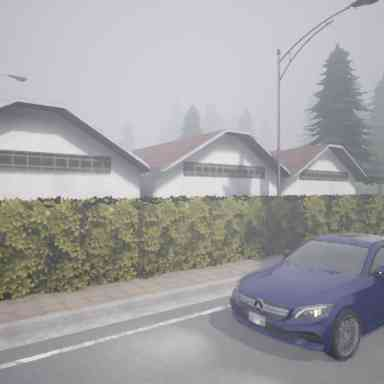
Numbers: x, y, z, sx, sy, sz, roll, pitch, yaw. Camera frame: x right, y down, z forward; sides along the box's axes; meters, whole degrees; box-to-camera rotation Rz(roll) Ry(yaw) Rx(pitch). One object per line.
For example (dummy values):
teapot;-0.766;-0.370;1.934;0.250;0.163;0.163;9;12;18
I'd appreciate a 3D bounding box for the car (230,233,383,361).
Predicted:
car;2.808;1.526;6.040;4.674;1.442;1.812;0;0;-35
